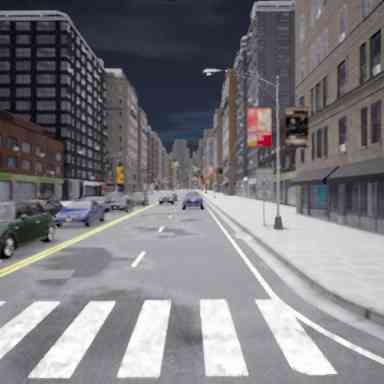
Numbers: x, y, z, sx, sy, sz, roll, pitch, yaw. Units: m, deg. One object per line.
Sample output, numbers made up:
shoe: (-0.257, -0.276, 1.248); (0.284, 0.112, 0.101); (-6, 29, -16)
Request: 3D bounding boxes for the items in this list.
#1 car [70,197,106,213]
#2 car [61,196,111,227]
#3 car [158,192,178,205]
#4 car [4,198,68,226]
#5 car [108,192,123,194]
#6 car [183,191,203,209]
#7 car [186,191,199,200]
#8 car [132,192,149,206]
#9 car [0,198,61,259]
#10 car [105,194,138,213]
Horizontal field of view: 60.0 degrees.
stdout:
car: (-9.741, 1.144, 31.486); (1.895, 1.301, 4.718); (0, 1, 0)
car: (-6.580, 1.209, 20.145); (1.812, 1.442, 4.674); (0, 1, 0)
car: (-3.237, 0.964, 43.210); (1.895, 1.301, 4.718); (0, 1, 0)
car: (-9.815, 1.181, 21.438); (1.837, 1.490, 4.892); (0, 1, 0)
car: (-9.739, 0.756, 41.796); (2.097, 1.767, 4.553); (0, 1, 0)
car: (0.109, 0.814, 35.146); (2.097, 1.767, 4.553); (0, 1, 0)
car: (0.112, 0.597, 60.290); (2.128, 1.511, 4.902); (0, 1, 0)
car: (-6.489, 0.766, 40.265); (2.097, 1.767, 4.553); (0, 1, 0)
car: (-6.594, 1.149, 11.567); (2.097, 1.767, 4.553); (0, 1, 0)
car: (-6.492, 1.114, 30.151); (1.994, 1.385, 4.181); (0, 1, 0)
